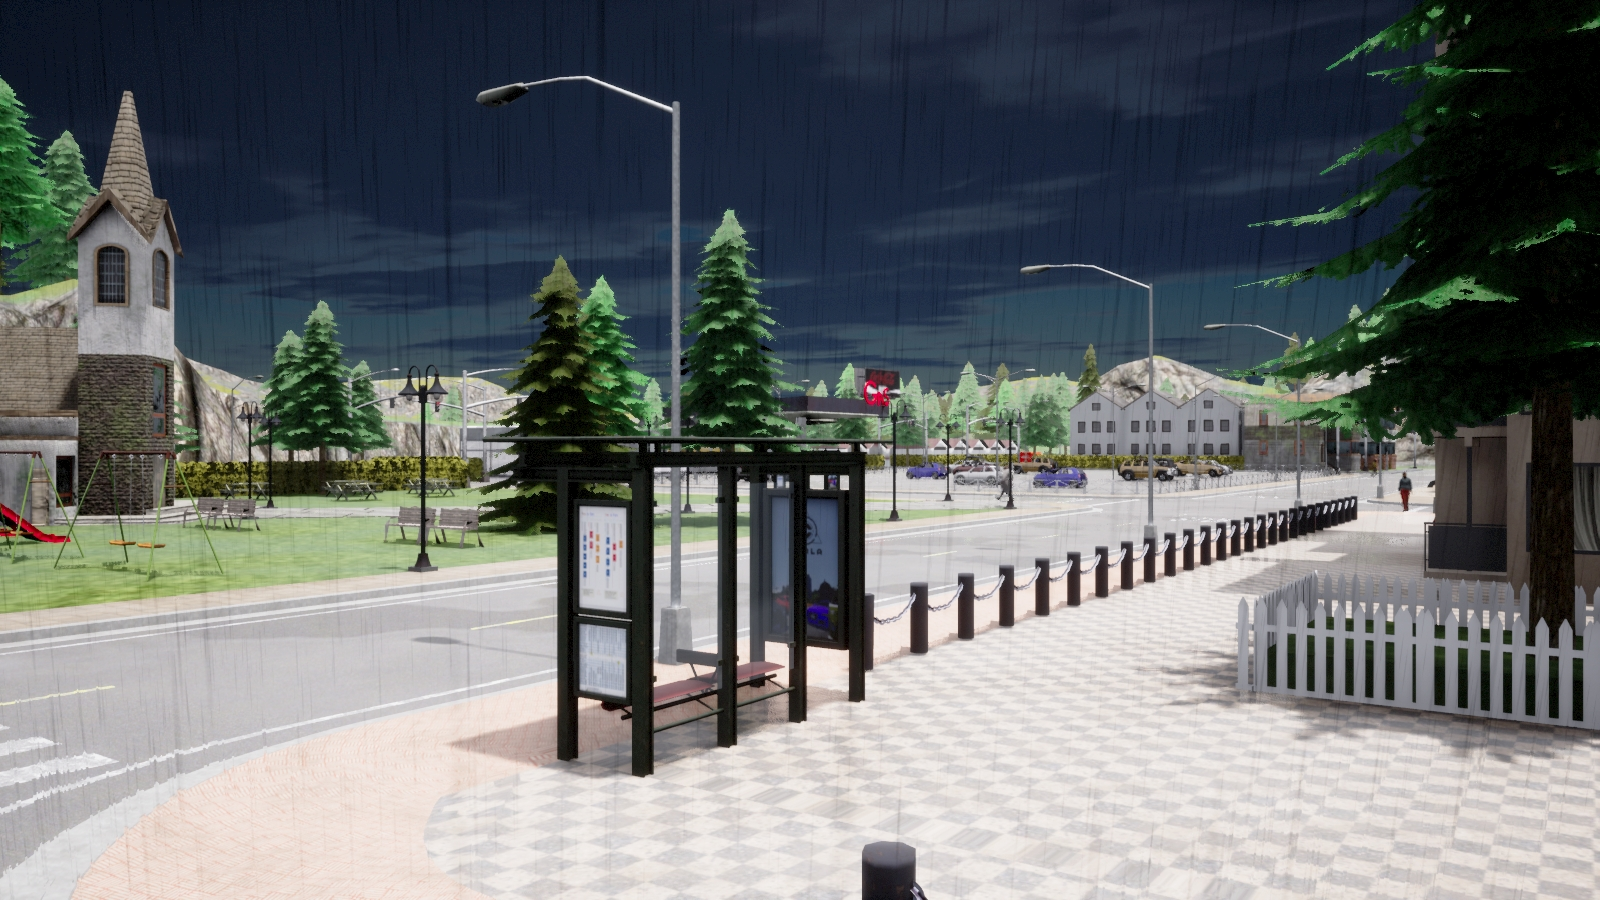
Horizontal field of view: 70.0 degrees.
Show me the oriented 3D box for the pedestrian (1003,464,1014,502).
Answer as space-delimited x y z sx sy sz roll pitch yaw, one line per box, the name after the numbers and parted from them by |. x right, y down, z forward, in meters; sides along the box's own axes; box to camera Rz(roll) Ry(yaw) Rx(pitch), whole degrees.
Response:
10.311 1.628 56.476 0.375 1.860 0.375 0 0 39 | pedestrian

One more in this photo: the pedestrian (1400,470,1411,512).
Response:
27.055 1.829 51.060 0.375 1.860 0.375 0 0 35 | pedestrian
